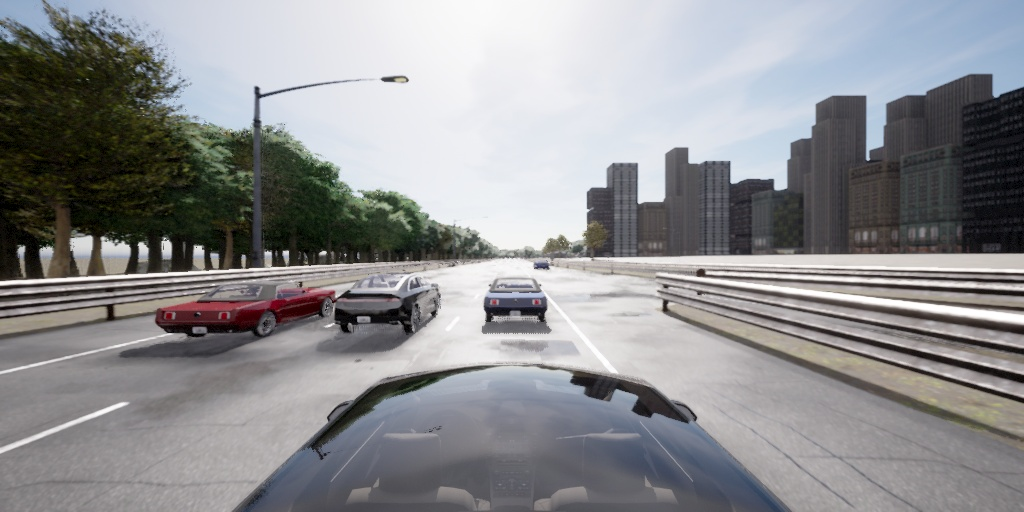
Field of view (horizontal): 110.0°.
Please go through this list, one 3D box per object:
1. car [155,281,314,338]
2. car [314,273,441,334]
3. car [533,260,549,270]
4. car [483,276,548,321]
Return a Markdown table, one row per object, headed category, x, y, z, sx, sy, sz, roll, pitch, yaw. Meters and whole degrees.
| category | x | y | z | sx | sy | sz | roll | pitch | yaw |
| --- | --- | --- | --- | --- | --- | --- | --- | --- | --- |
| car | -6.898 | 1.352 | 10.147 | 1.895 | 1.301 | 4.718 | 0 | 0 | 0 |
| car | -3.396 | 1.243 | 10.641 | 2.128 | 1.511 | 4.902 | 0 | 0 | 0 |
| car | 4.489 | 1.357 | 55.861 | 1.882 | 1.535 | 5.008 | 0 | 0 | -5 |
| car | 0.105 | 1.353 | 12.466 | 1.895 | 1.301 | 4.718 | 0 | 0 | 0 |
